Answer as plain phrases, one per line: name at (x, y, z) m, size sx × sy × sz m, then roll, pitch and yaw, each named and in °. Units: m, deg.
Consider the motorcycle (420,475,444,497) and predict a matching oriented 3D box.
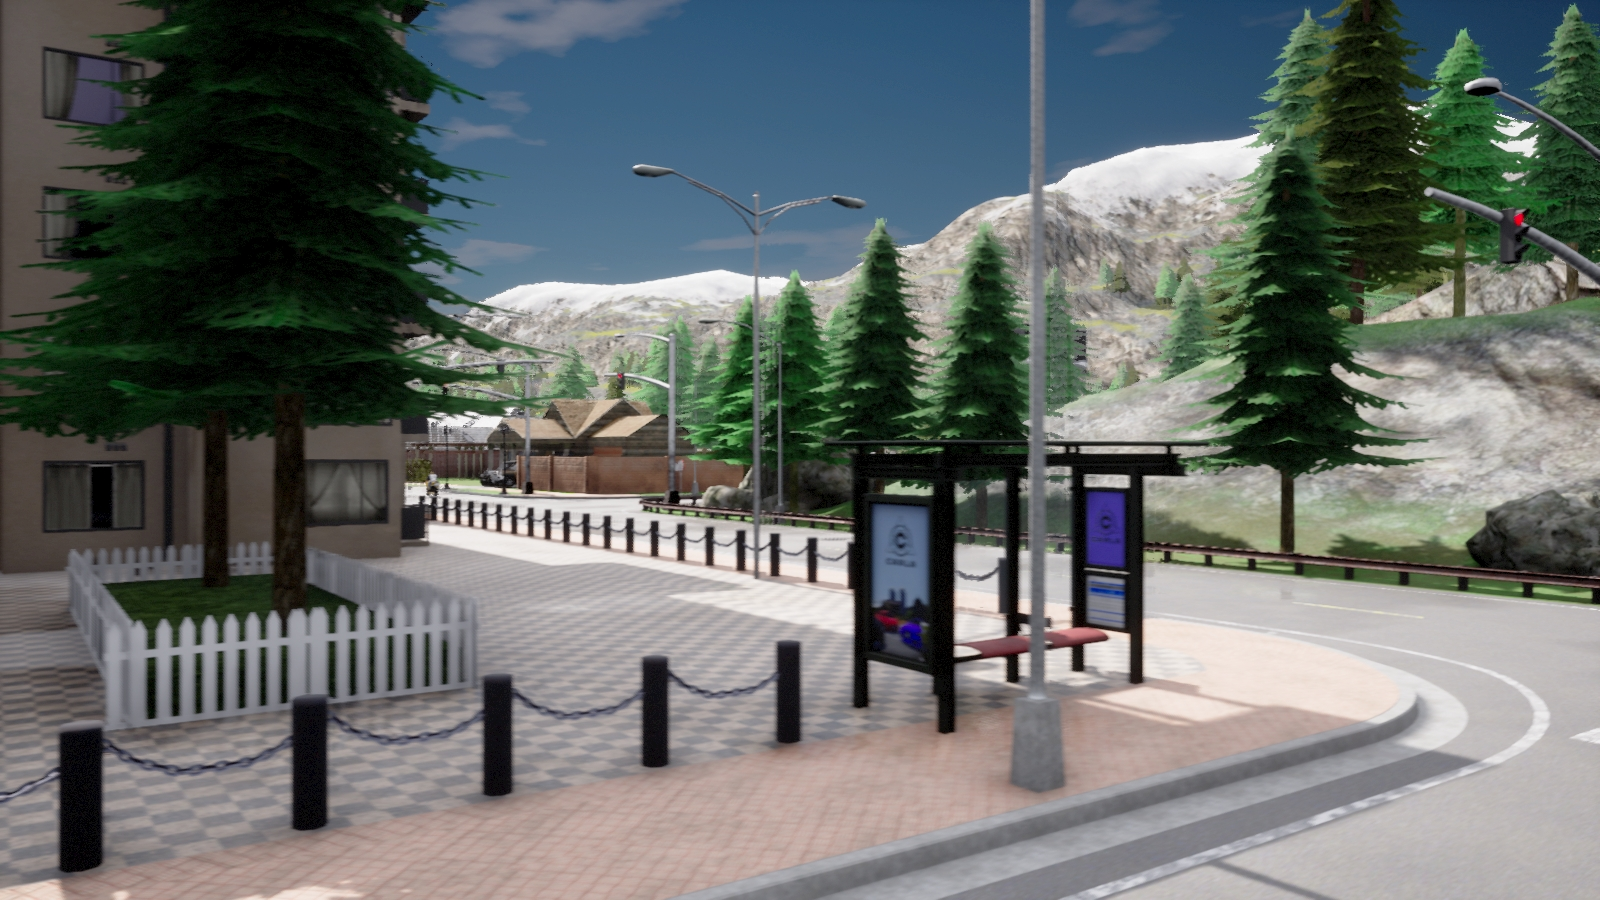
motorcycle at (-21.907, 2.143, 68.040) m, size 0.803 × 1.217 × 2.033 m, roll 0°, pitch 0°, yaw -34°
